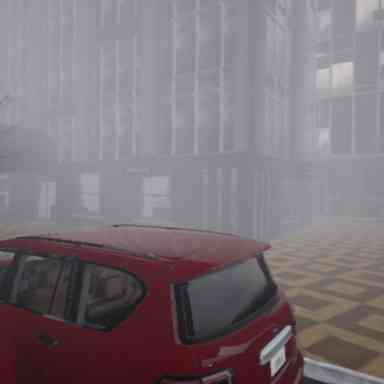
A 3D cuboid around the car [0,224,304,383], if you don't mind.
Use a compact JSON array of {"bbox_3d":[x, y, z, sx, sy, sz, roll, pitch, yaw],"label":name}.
[{"bbox_3d":[-1.312,1.330,3.838,5.009,1.841,2.192,0,1,36],"label":"car"}]
